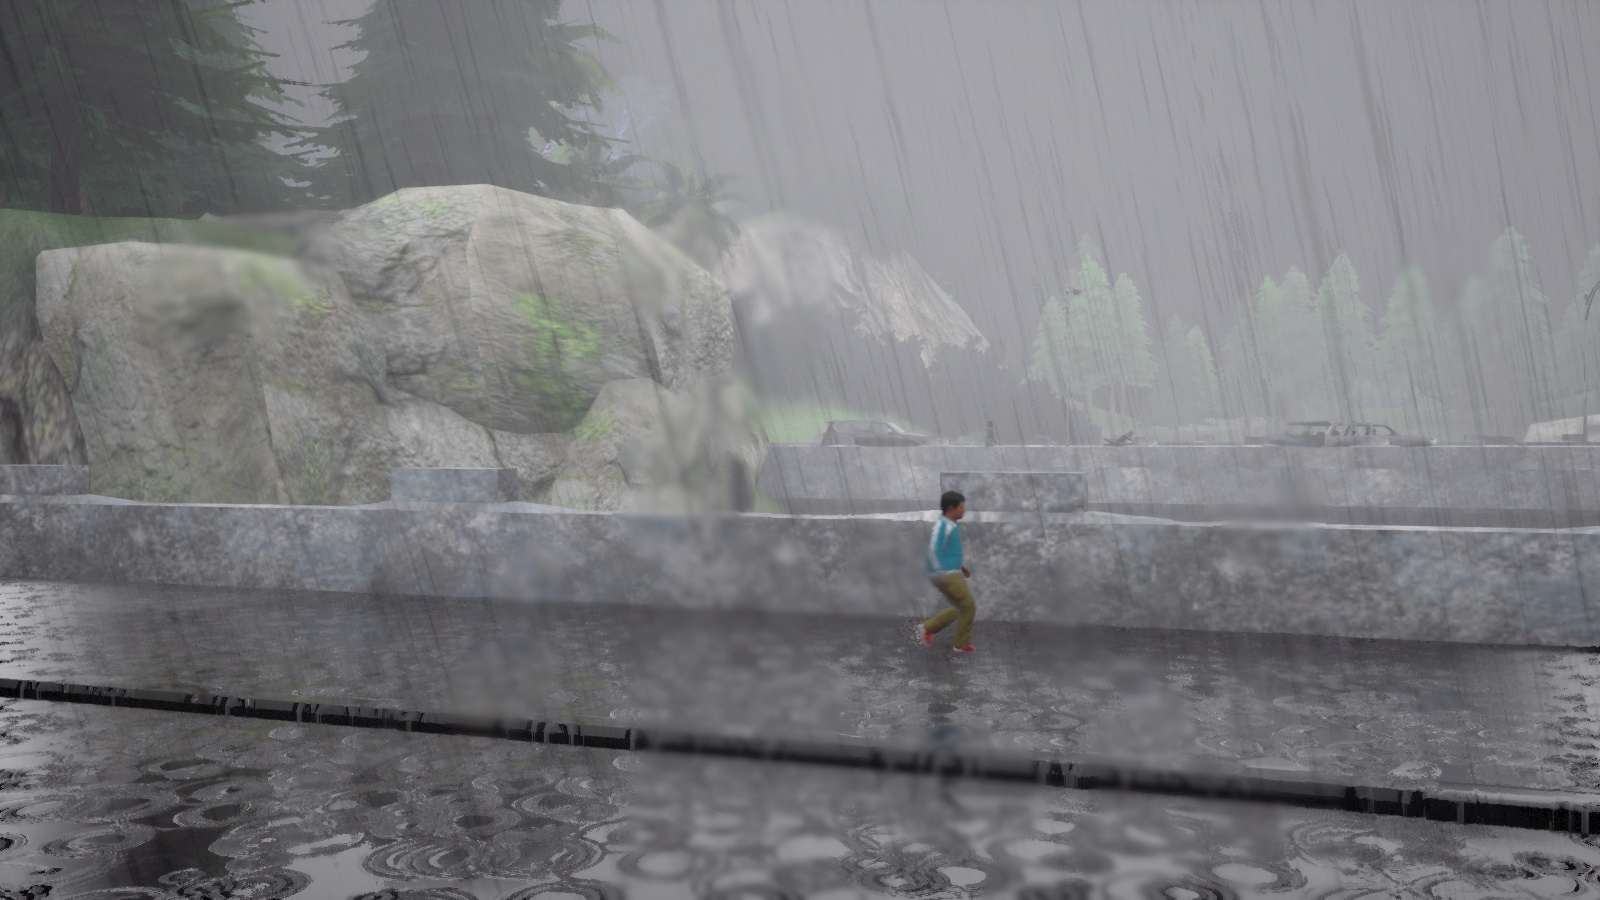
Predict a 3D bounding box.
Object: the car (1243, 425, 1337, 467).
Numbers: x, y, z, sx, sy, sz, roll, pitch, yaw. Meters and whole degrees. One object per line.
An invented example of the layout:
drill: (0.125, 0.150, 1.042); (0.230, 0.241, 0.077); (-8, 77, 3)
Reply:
car: (22.160, -0.206, 56.938); (3.866, 1.878, 1.905); (1, 1, 19)

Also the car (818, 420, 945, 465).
car: (3.808, -0.383, 58.874); (5.566, 2.045, 2.150); (1, 1, 19)

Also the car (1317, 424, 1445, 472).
car: (24.023, -0.103, 52.095); (4.605, 1.855, 1.932); (1, 1, 19)

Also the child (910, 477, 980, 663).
child: (0.969, 0.786, 8.353); (0.448, 1.192, 0.343); (0, 1, 9)

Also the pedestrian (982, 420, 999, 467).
pedestrian: (7.909, -0.268, 52.111); (0.666, 1.930, 0.402); (0, 1, 8)
